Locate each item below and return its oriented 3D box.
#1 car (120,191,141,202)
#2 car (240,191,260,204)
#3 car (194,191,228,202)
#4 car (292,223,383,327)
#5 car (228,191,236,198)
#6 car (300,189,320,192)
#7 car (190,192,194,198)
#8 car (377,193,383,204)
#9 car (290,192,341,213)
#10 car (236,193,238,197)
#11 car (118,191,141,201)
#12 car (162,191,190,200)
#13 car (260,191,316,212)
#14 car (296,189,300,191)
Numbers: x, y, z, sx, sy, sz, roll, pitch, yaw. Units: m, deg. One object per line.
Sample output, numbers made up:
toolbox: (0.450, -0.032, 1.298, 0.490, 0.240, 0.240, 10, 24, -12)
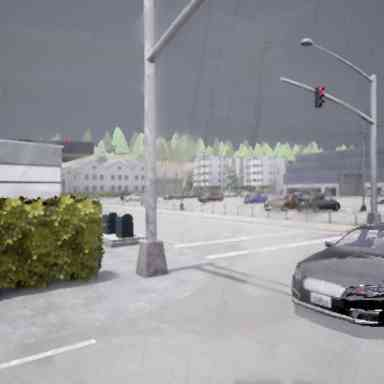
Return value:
car: (-10.353, 1.029, 59.803, 3.806, 1.475, 1.970, -1, 1, -35)
car: (8.787, 0.892, 45.819, 3.633, 1.501, 1.845, -1, 1, -35)
car: (3.114, 0.869, 54.045, 4.514, 1.523, 2.007, -1, 1, -35)
car: (4.056, 1.427, 6.747, 4.902, 1.511, 2.128, -1, 1, -35)
car: (8.713, 0.575, 77.111, 3.806, 1.475, 1.970, -1, 1, -35)
car: (21.948, 0.433, 59.375, 4.605, 1.855, 1.932, -1, 1, -35)
car: (0.836, 0.730, 76.092, 4.514, 1.523, 2.007, -1, 1, -35)
car: (24.660, 0.819, 42.253, 3.806, 1.475, 1.970, -1, 1, -35)
car: (11.090, 1.011, 29.168, 4.514, 1.523, 2.007, -1, 1, -35)
car: (12.643, 0.493, 72.027, 5.027, 1.636, 2.152, -1, 1, -35)
car: (-11.754, 0.737, 62.879, 3.866, 1.878, 1.905, -1, 1, -35)
car: (-3.418, 0.657, 64.675, 4.605, 1.855, 1.932, -1, 1, -35)
car: (9.255, 1.002, 31.713, 5.027, 1.636, 2.152, -1, 1, -35)
car: (19.950, 0.418, 61.524, 3.866, 1.878, 1.905, -1, 1, -35)
